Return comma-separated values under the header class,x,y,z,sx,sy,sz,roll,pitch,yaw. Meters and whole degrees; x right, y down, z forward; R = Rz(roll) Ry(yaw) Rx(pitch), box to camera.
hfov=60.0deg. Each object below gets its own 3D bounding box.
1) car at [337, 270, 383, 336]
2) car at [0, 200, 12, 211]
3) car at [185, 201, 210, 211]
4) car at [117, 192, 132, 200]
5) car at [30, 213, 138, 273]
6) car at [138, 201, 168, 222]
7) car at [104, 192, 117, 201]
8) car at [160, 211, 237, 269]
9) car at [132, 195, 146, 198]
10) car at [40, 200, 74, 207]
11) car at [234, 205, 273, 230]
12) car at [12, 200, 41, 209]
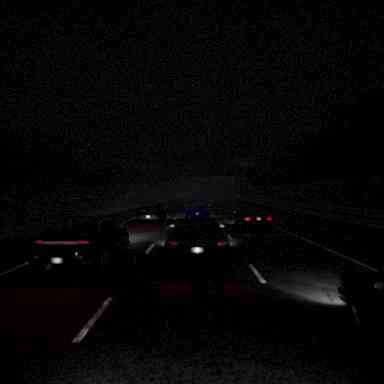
class,x,y,z,sx,sy,sz,roll,pitch,yaw
car,3.594,1.548,3.741,2.033,1.411,5.357,0,0,0
car,-20.511,1.543,35.943,2.033,1.411,5.357,0,0,2
car,0.454,1.488,27.529,1.882,1.535,5.008,0,0,1
car,-14.986,1.157,76.369,2.097,1.767,4.553,0,0,4
car,-3.337,1.492,10.703,2.128,1.511,4.902,0,0,1
car,-3.080,1.512,26.215,1.837,1.490,4.892,0,0,1
car,-18.481,1.022,76.540,2.150,2.045,5.566,0,0,4
car,0.169,1.567,11.143,1.994,1.385,4.181,0,0,1
car,-11.522,1.364,75.694,2.033,1.411,5.357,0,0,4
car,-13.547,1.602,34.748,1.895,1.301,4.718,0,0,2
car,3.804,1.558,21.197,2.033,1.411,5.357,0,0,1
car,-17.002,1.563,35.950,1.994,1.385,4.181,0,0,2
